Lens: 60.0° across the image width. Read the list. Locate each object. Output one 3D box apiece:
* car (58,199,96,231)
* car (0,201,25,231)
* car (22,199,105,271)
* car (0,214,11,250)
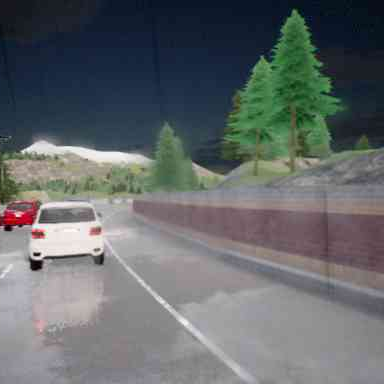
[{"bbox_3d":[-8.577,1.585,25.281,2.150,2.045,5.566,-1,0,-14],"label":"car"},{"bbox_3d":[-11.944,1.656,24.326,2.150,2.045,5.566,-1,0,-14],"label":"car"},{"bbox_3d":[-4.449,1.398,12.030,2.150,2.045,5.566,-1,-1,-20],"label":"car"},{"bbox_3d":[-7.839,1.743,11.165,2.128,1.511,4.902,-1,-1,-19],"label":"car"}]
